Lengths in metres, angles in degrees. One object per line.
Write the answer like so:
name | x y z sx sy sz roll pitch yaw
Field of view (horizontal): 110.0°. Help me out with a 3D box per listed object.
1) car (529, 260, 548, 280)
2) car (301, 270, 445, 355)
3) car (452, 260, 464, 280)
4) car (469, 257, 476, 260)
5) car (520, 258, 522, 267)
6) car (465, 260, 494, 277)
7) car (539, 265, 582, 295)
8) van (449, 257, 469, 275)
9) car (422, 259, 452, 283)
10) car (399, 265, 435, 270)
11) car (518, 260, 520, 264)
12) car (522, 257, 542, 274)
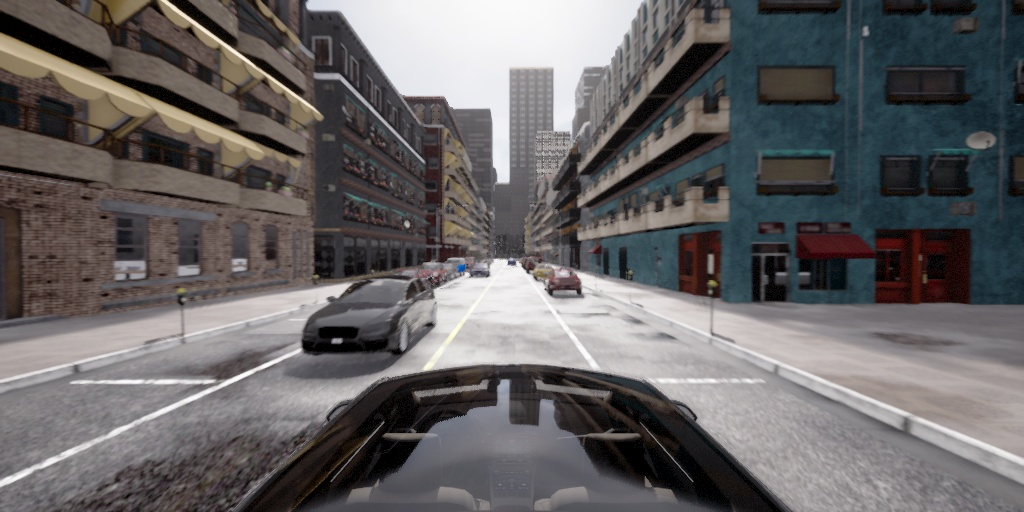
car | 2.679 1.269 30.750 1.751 1.417 4.829 0 0 0
car | -3.093 1.260 8.772 1.837 1.490 4.892 0 0 0
car | -5.669 1.307 30.605 2.007 1.370 4.403 0 0 0
car | -5.698 1.071 47.412 2.192 1.841 5.009 0 0 0
car | 2.670 1.058 52.989 2.192 1.841 5.009 0 0 0
car | -3.013 1.366 35.475 2.033 1.411 5.357 0 0 0
car | 2.684 1.326 19.376 1.802 1.307 4.207 0 0 0
van | -5.671 1.097 36.208 1.690 1.789 3.998 0 0 0
car | -5.666 1.197 25.003 1.967 1.591 4.097 0 0 0
car | -5.664 1.340 19.402 1.802 1.307 4.207 0 0 0
car | 2.666 1.058 64.193 2.192 1.841 5.009 0 0 0
car | 2.675 1.058 41.784 2.192 1.841 5.009 0 0 0
